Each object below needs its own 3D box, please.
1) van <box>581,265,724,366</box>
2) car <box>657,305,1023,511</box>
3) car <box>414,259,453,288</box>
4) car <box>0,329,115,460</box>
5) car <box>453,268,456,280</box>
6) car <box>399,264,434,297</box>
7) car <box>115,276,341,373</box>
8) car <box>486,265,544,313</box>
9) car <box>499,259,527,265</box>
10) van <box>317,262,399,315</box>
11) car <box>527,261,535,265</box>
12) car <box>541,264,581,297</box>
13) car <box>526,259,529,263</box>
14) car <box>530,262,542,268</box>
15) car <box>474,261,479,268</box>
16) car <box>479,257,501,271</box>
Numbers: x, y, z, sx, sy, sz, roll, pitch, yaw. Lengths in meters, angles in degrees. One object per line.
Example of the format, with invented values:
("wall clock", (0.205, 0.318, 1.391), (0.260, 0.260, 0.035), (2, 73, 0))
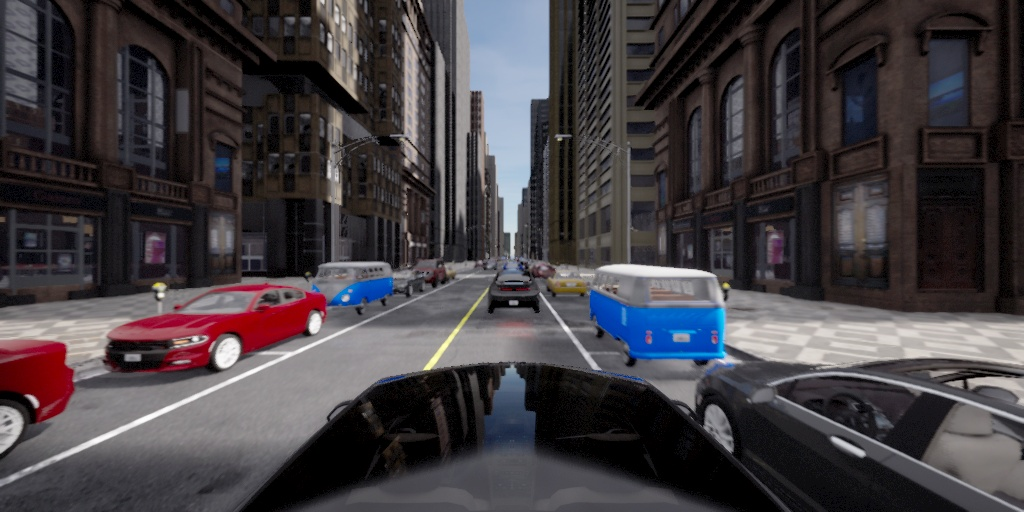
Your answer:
("van", (2.765, 1.102, 7.697), (1.690, 1.789, 3.998), (0, 0, 0))
("car", (2.763, 1.302, 2.079), (2.007, 1.370, 4.403), (0, 0, 0))
("car", (-5.753, 1.106, 24.545), (2.192, 1.841, 5.009), (0, 0, 0))
("car", (-5.762, 1.295, 2.071), (1.888, 1.381, 4.507), (0, 0, 0))
("car", (-5.751, 1.328, 29.993), (1.751, 1.417, 4.829), (0, 0, 0))
("car", (-5.756, 1.332, 18.926), (2.007, 1.370, 4.403), (0, 0, 0))
("car", (-5.760, 1.305, 7.689), (1.888, 1.381, 4.507), (0, 0, 0))
("car", (0.075, 1.280, 14.221), (1.837, 1.490, 4.892), (0, 0, 0))
("car", (0.090, 1.281, 30.715), (1.882, 1.535, 5.008), (0, 0, 0))
("van", (-5.758, 1.112, 13.308), (1.690, 1.789, 3.998), (0, 0, 0))
("car", (2.776, 1.396, 35.791), (1.802, 1.307, 4.207), (0, 0, 0))
("car", (2.770, 1.307, 19.105), (1.751, 1.417, 4.829), (0, 0, 0))
("car", (2.779, 1.351, 41.580), (1.751, 1.417, 4.829), (0, 0, 0))
("car", (2.774, 1.385, 30.173), (1.802, 1.307, 4.207), (0, 0, 0))
("car", (-5.737, 1.460, 63.873), (1.802, 1.307, 4.207), (0, 0, 0))
("car", (-3.062, 1.338, 50.931), (2.128, 1.511, 4.902), (0, 0, 0))
